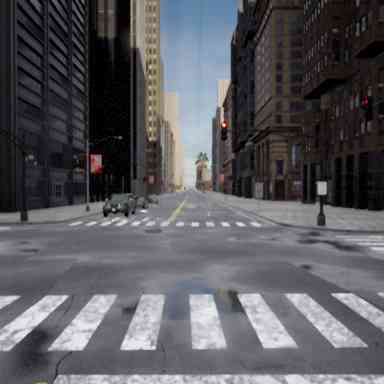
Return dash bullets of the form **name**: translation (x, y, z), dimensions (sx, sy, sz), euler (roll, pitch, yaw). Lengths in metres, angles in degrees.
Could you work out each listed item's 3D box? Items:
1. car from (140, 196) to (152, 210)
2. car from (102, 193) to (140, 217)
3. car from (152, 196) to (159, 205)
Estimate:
- **car**: translation (-6.615, 1.407, 41.872), dimensions (1.837, 1.490, 4.892), euler (0, 0, 0)
- **car**: translation (-6.618, 1.156, 30.856), dimensions (2.150, 2.045, 5.566), euler (0, 0, 0)
- **car**: translation (-6.617, 1.425, 55.194), dimensions (1.994, 1.385, 4.181), euler (0, 0, 0)
